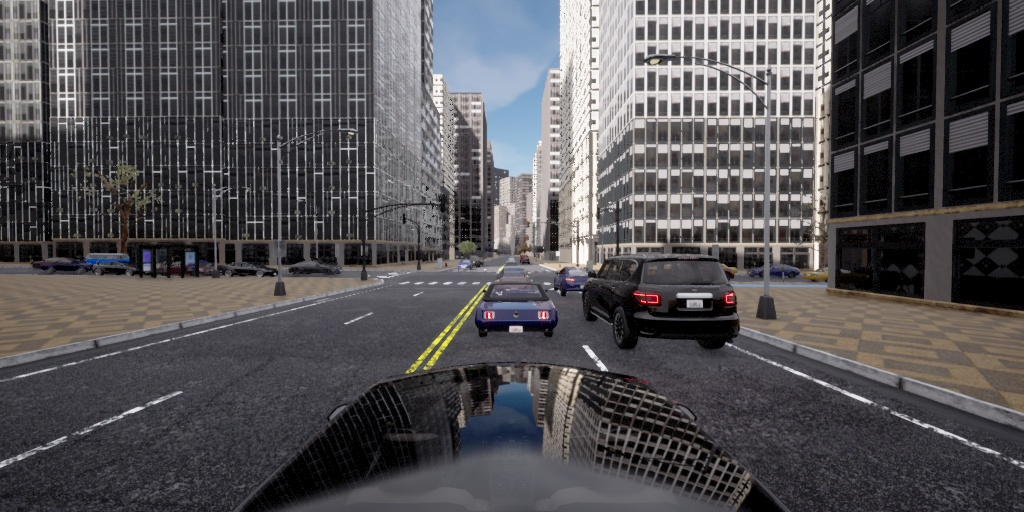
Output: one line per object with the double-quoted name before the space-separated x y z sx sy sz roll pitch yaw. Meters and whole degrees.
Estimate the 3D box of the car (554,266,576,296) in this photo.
"car" 3.327 1.267 18.956 1.812 1.442 4.674 0 0 0

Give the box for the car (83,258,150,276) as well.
"car" -34.137 1.069 31.484 4.313 1.339 1.948 0 0 1

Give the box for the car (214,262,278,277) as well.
"car" -22.772 1.174 31.193 4.313 1.339 1.948 0 0 1

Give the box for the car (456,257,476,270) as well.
"car" -6.657 1.241 51.247 1.812 1.442 4.674 0 0 -2

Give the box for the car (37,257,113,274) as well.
"car" -41.582 0.994 34.271 4.718 1.301 1.895 1 1 1

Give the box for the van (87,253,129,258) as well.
"van" -45.340 0.605 40.129 3.998 1.789 1.690 0 0 1

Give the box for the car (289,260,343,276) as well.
"car" -18.455 1.128 33.827 4.674 1.442 1.812 0 1 1

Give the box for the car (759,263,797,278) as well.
"car" 26.445 1.476 36.337 4.674 1.442 1.812 1 1 1

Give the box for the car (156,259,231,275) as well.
"car" -30.141 1.044 34.044 5.357 1.411 2.033 1 1 1

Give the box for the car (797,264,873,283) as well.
"car" 27.602 1.578 30.539 4.829 1.417 1.751 0 0 1

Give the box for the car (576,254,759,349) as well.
"car" 3.341 0.968 9.264 2.150 2.045 5.566 0 0 0

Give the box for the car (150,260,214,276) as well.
"car" -28.456 1.138 31.318 4.207 1.307 1.802 0 0 1

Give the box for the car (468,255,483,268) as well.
"car" -6.656 0.925 61.209 2.150 2.045 5.566 0 0 0

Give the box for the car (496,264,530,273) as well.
"car" 0.078 1.305 18.961 1.994 1.385 4.181 0 0 0

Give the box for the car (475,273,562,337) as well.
"car" 0.090 1.347 10.224 1.895 1.301 4.718 0 0 0

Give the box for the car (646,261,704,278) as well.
"car" 16.473 1.341 36.493 5.008 1.535 1.882 1 1 1
